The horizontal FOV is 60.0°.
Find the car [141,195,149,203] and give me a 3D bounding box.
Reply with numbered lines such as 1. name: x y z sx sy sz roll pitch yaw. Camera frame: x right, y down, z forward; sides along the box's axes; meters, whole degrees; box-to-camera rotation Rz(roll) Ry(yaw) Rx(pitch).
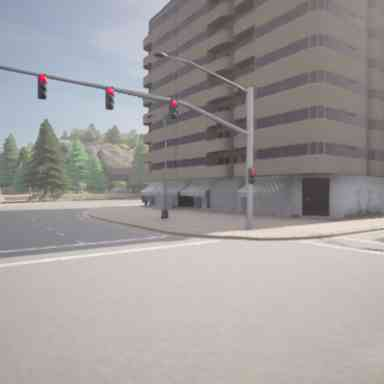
1. car: -6.966 0.999 62.131 2.150 2.045 5.566 0 0 40
